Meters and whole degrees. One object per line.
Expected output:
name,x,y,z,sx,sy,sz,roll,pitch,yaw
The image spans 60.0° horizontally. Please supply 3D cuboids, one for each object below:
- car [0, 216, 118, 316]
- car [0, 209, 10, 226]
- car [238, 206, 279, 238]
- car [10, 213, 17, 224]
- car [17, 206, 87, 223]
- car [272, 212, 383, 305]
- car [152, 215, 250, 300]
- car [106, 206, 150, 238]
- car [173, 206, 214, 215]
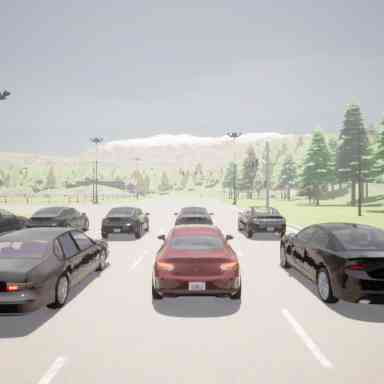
car,-3.405,1.547,7.782,2.033,1.411,5.357,0,0,0
car,-6.907,1.222,7.694,2.150,2.045,5.566,0,0,0
car,3.595,1.492,17.678,2.128,1.511,4.902,0,0,0
car,-10.406,1.547,17.035,2.033,1.411,5.357,0,0,0
car,-6.906,1.505,17.535,1.837,1.490,4.892,0,0,0
car,3.599,1.478,8.187,1.882,1.535,5.008,0,0,0
car,0.095,1.526,8.278,1.812,1.442,4.674,0,0,0
car,-3.406,1.505,17.524,1.837,1.490,4.892,0,0,0
car,0.094,1.505,17.523,1.837,1.490,4.892,0,0,0
